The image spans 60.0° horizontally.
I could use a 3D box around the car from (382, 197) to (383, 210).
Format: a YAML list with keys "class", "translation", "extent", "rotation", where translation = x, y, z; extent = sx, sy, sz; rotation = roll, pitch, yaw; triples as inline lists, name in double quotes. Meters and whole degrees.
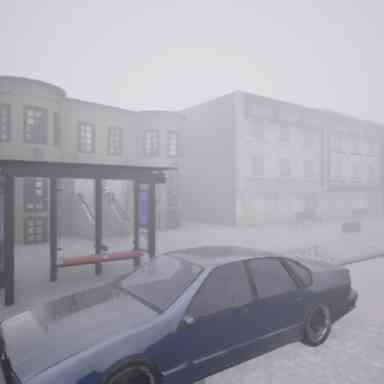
- class: "car"
  translation: [20.306, 1.250, 37.482]
  extent: [1.905, 1.878, 3.866]
  rotation: [0, 0, -25]

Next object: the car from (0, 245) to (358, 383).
- class: "car"
  translation: [0.247, 1.548, 4.782]
  extent: [5.357, 1.411, 2.033]
  rotation: [0, 0, -35]
